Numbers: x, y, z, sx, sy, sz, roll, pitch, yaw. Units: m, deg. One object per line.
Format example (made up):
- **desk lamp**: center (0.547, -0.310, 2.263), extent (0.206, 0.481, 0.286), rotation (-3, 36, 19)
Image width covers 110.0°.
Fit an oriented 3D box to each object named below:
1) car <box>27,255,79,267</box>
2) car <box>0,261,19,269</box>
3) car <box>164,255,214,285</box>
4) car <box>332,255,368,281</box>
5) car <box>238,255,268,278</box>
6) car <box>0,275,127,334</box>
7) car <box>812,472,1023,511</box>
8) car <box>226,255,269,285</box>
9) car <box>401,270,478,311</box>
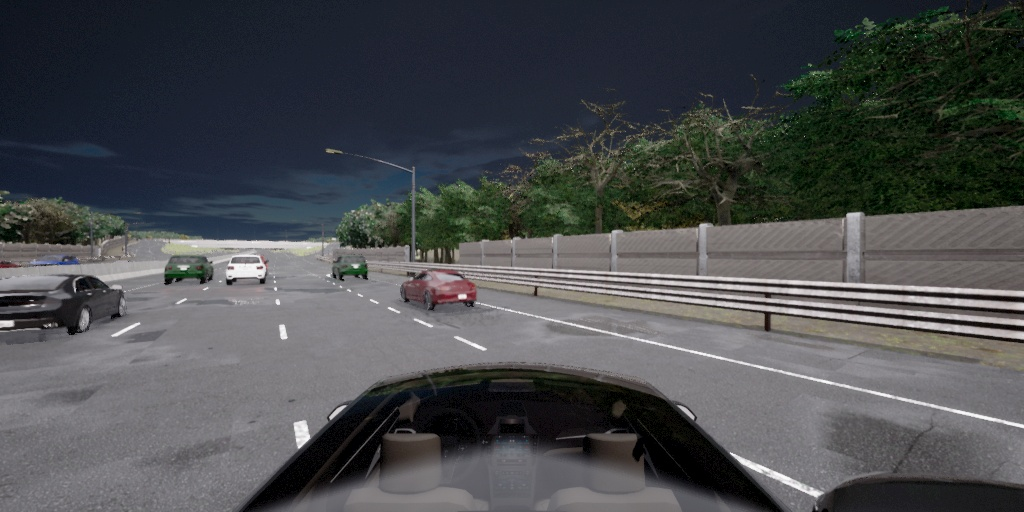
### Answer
- **car**: center (-48.433, 0.921, 37.987), extent (2.150, 2.045, 5.566), rotation (0, 0, -33)
- **car**: center (-50.501, 1.179, 34.774), extent (1.882, 1.535, 5.008), rotation (0, 0, -33)
- **car**: center (-23.683, 0.950, 26.427), extent (2.150, 2.045, 5.566), rotation (0, 0, -34)
- **car**: center (-13.915, 0.953, 30.713), extent (2.150, 2.045, 5.566), rotation (0, 0, -34)
- **car**: center (-25.264, 0.940, 35.092), extent (2.150, 2.045, 5.566), rotation (0, 0, -34)
- **car**: center (-12.545, 1.249, 9.883), extent (1.837, 1.490, 4.892), rotation (0, 0, -34)
- **car**: center (2.987, 1.315, 0.391), extent (4.181, 1.385, 1.994), rotation (0, 0, 34)
- **car**: center (-19.274, 0.953, 26.139), extent (2.150, 2.045, 5.566), rotation (0, 0, -34)
- **car**: center (-3.046, 1.271, 14.578), extent (1.812, 1.442, 4.674), rotation (0, 0, -34)
